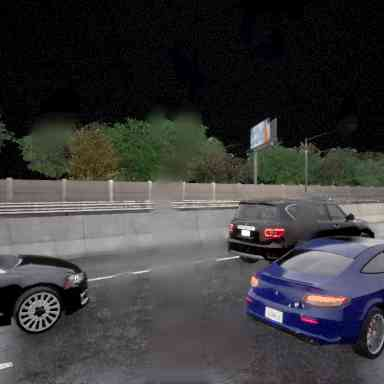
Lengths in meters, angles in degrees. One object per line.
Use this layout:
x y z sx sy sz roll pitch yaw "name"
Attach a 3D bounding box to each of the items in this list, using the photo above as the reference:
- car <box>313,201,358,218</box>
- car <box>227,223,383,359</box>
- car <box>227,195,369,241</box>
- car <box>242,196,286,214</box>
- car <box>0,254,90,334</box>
13.390 1.594 31.053 4.181 1.385 1.994 0 0 -36 "car"
2.987 1.528 5.951 4.674 1.442 1.812 0 0 -36 "car"
3.651 1.226 10.745 5.566 2.045 2.150 0 0 -36 "car"
7.761 1.377 35.615 4.553 1.767 2.097 0 0 -36 "car"
-4.117 1.492 5.097 4.902 1.511 2.128 0 0 -36 "car"
